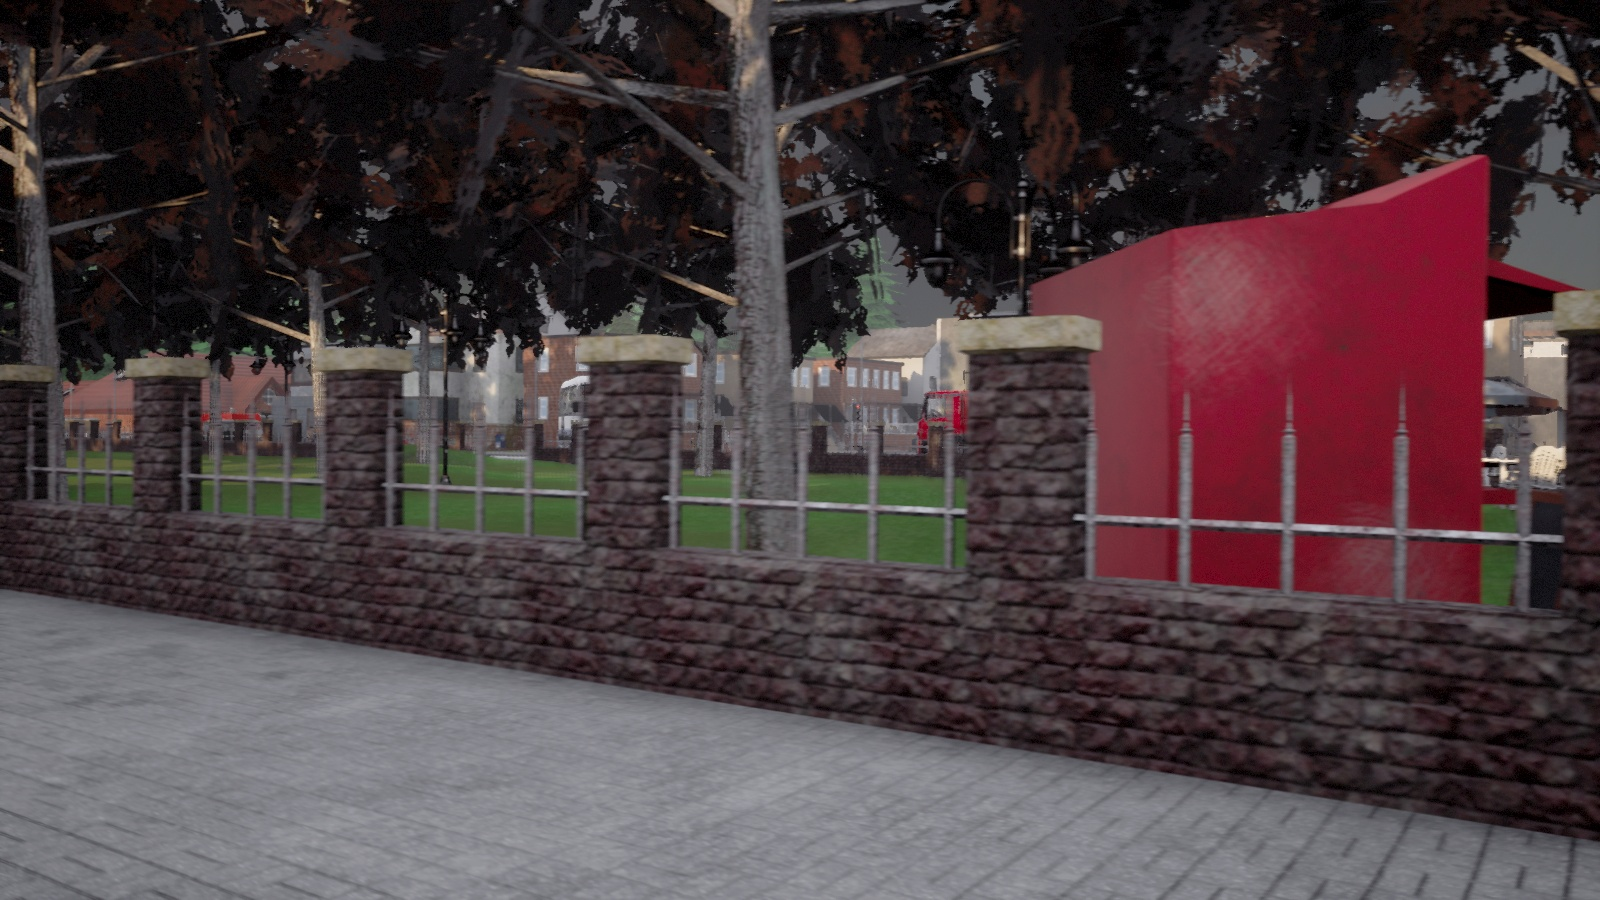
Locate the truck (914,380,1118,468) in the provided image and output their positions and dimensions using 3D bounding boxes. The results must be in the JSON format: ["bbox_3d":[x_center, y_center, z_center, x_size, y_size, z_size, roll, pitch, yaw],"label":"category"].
[{"bbox_3d":[8.960,-1.050,52.593,7.936,3.462,2.891,0,1,34],"label":"truck"}]

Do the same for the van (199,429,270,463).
[{"bbox_3d":[-34.612,-0.250,76.770,4.442,1.987,1.775,0,1,32],"label":"van"}]

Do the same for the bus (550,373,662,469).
[{"bbox_3d":[-9.739,-1.401,61.807,3.944,4.253,10.273,-2,1,-16],"label":"bus"}]

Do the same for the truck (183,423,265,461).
[{"bbox_3d":[-38.736,-0.555,84.358,5.204,2.467,2.627,0,1,34],"label":"truck"}]
